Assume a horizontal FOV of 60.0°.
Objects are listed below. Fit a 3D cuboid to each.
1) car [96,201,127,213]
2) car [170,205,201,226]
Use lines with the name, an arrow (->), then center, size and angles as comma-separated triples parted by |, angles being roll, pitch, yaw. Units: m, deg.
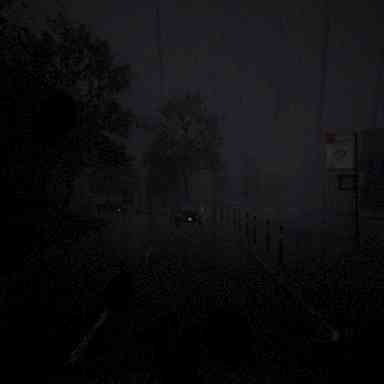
car -> -9.668, 1.763, 39.584 | 1.895, 1.301, 4.718 | 1, 0, -38
car -> -0.518, 1.656, 24.645 | 1.812, 1.442, 4.674 | 0, 0, -9
